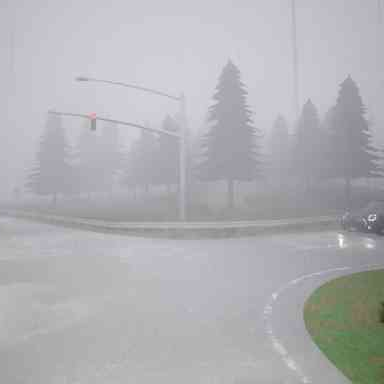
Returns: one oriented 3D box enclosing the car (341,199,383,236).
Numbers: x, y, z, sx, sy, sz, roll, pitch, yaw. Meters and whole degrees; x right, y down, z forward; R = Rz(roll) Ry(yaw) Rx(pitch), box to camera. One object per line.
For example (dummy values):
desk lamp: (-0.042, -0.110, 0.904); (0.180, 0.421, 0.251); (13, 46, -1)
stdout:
car: (9.947, 1.138, 17.042); (4.553, 1.767, 2.097); (-2, 1, -21)

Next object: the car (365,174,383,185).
car: (28.020, -2.127, 51.214); (2.150, 2.045, 5.566); (0, 5, 25)
